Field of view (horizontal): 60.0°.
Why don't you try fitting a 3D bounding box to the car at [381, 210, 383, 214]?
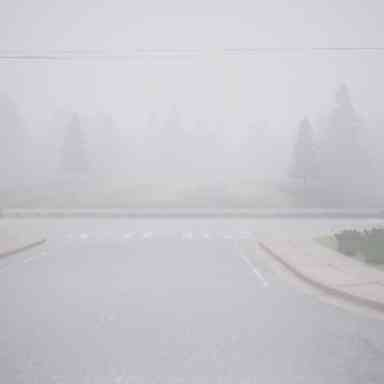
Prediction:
[{"bbox_3d":[16.671,1.400,23.994,5.357,1.411,2.033,0,0,1],"label":"car"}]
